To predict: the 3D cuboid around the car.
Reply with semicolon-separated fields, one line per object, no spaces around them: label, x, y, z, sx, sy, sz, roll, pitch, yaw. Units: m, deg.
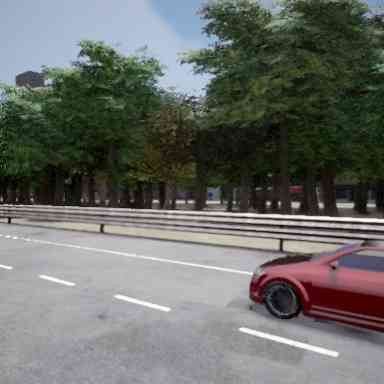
car;3.153;1.567;5.919;4.181;1.385;1.994;0;0;36
